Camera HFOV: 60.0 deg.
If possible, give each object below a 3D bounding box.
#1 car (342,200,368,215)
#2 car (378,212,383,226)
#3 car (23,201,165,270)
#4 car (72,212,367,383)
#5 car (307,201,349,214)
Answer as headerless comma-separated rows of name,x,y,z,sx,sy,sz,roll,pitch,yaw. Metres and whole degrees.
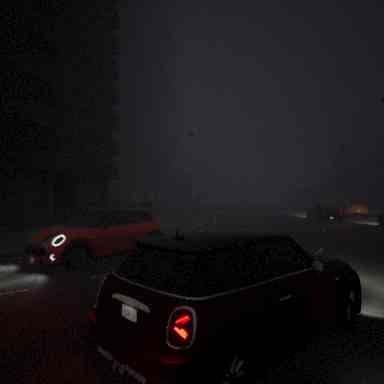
car,14.592,1.478,31.031,1.882,1.535,5.008,0,0,6
car,12.998,1.525,20.304,1.812,1.442,4.674,0,0,12
car,-3.106,1.352,11.206,2.097,1.767,4.553,0,0,40
car,0.842,1.352,5.136,4.553,1.767,2.097,0,0,-44
car,10.531,1.601,26.570,1.895,1.301,4.718,0,0,7
